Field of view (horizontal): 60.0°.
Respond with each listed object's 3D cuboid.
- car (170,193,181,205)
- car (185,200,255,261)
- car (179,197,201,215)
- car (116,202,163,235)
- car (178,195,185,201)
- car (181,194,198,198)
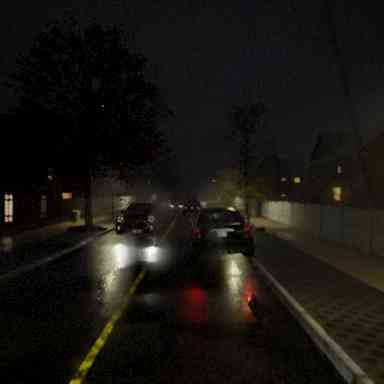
[{"bbox_3d":[-2.789,1.285,61.164,2.150,2.045,5.566,0,0,1],"label":"car"},{"bbox_3d":[0.929,1.328,12.396,2.097,1.767,4.553,-2,0,0],"label":"car"},{"bbox_3d":[0.037,1.574,34.383,2.033,1.411,5.357,0,0,0],"label":"car"},{"bbox_3d":[-2.850,1.365,18.741,2.097,1.767,4.553,0,0,0],"label":"car"},{"bbox_3d":[-2.760,1.628,87.436,1.837,1.490,4.892,0,0,0],"label":"car"},{"bbox_3d":[0.004,1.265,46.554,2.150,2.045,5.566,0,0,0],"label":"car"}]
